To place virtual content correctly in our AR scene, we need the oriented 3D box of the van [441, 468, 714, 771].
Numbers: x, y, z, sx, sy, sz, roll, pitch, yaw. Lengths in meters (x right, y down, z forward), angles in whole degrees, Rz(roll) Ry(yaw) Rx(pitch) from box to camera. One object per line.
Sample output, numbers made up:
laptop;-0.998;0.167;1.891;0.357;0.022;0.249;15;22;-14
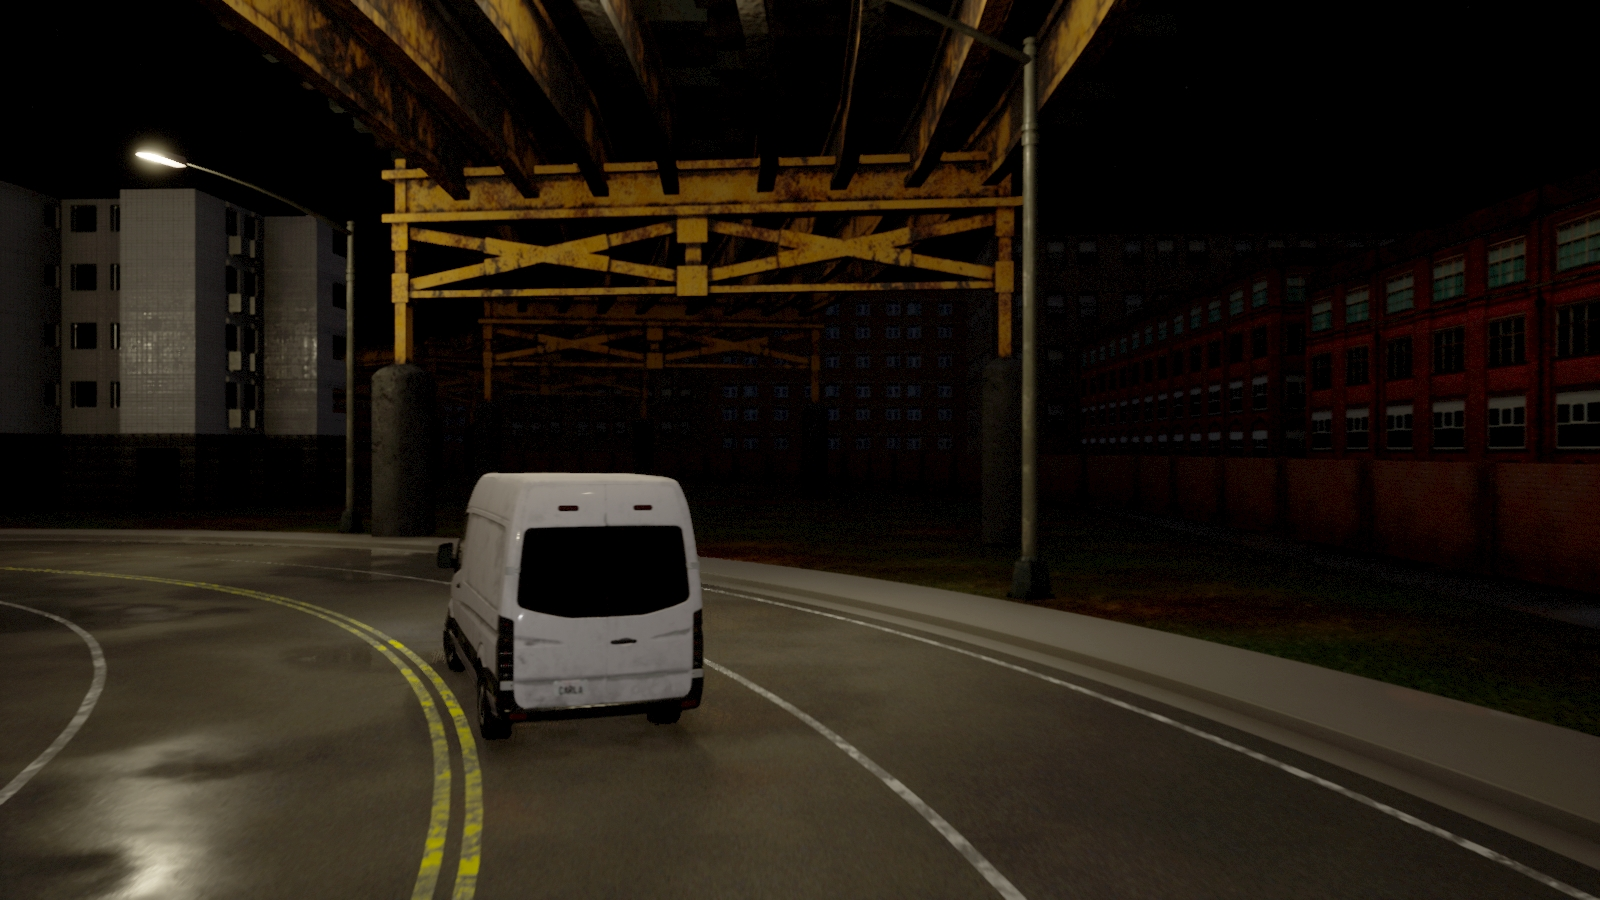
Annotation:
van;-2.837;1.532;13.101;1.988;2.561;5.915;1;0;-22
